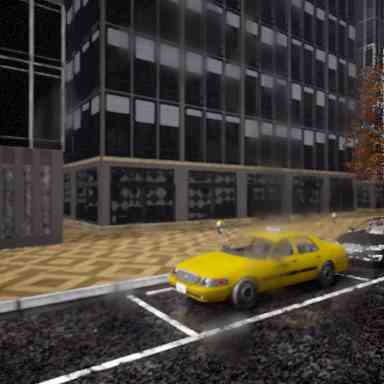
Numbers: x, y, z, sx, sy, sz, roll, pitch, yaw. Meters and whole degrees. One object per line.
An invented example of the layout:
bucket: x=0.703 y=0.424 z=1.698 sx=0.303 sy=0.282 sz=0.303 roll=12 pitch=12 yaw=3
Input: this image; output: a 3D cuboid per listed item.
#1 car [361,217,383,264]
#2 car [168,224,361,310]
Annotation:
car: x=6.544 y=1.546 z=11.188 sx=4.403 sy=1.369 sz=2.008 roll=0 pitch=0 yaw=-35
car: x=1.762 y=1.524 z=7.795 sx=4.829 sy=1.417 sz=1.752 roll=0 pitch=0 yaw=-35
